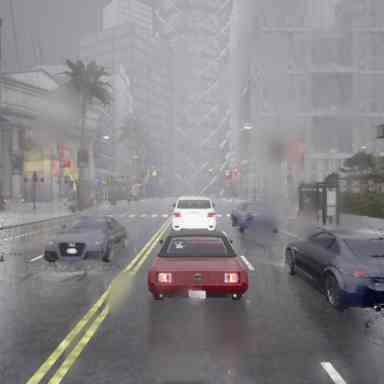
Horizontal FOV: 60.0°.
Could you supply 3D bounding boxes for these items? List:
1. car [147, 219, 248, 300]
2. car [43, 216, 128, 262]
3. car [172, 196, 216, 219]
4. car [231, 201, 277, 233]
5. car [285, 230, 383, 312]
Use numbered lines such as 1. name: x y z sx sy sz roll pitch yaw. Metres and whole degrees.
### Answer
1. car: 0.104 1.601 8.333 1.895 1.301 4.718 0 0 0
2. car: -3.587 1.564 11.922 1.994 1.385 4.181 0 0 0
3. car: 0.096 1.221 18.101 2.150 2.045 5.566 0 0 0
4. car: 3.599 1.354 19.990 2.097 1.767 4.553 0 0 0
5. car: 3.618 1.562 7.784 1.994 1.385 4.181 0 0 0
